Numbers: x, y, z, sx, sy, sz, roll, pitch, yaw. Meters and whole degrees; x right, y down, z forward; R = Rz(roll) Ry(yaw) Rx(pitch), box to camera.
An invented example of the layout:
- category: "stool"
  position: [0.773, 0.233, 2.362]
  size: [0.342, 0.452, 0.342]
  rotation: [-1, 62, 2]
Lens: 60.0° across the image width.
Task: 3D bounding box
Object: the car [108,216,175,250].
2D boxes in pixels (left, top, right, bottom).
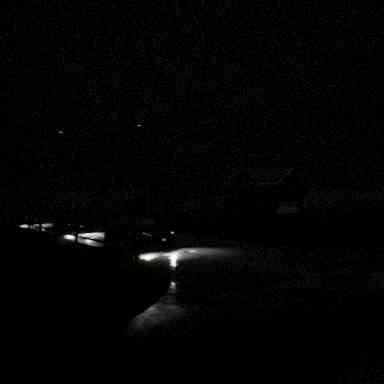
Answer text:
- category: "car"
  position: [-2.738, 1.918, 16.693]
  size: [1.812, 1.442, 4.674]
  rotation: [0, -2, -39]

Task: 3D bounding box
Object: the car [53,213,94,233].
- category: "car"
  position: [-8.778, 2.237, 24.492]
  size: [1.994, 1.385, 4.181]
  rotation: [0, -2, -37]

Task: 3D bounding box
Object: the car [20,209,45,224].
- category: "car"
  position: [-17.152, 2.588, 35.447]
  size: [1.837, 1.490, 4.892]
  rotation: [0, -2, -37]
